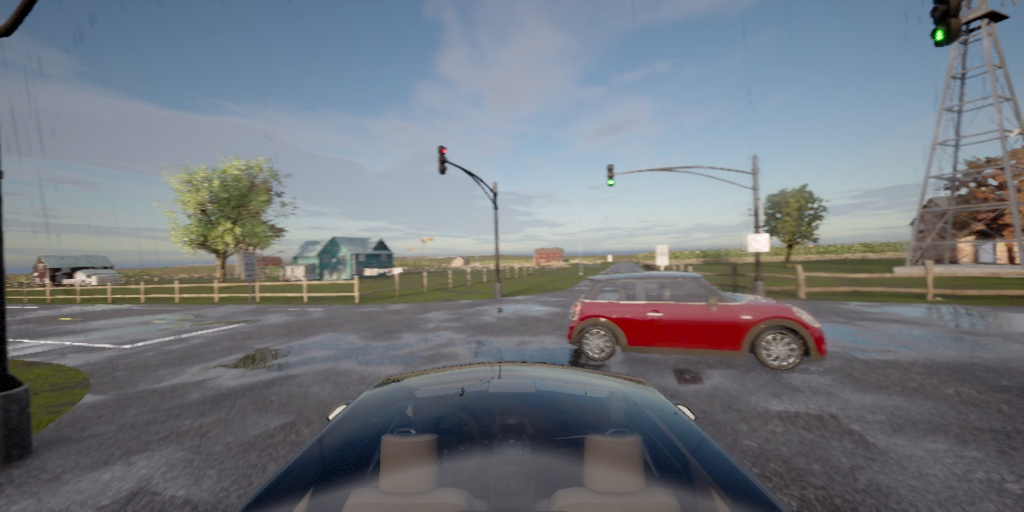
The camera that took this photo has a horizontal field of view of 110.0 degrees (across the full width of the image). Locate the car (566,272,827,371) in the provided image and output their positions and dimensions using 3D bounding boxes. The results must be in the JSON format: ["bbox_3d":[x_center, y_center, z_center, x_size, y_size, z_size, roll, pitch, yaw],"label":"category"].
[{"bbox_3d":[3.484,1.112,7.468,4.553,1.767,2.097,-2,0,18],"label":"car"}]
